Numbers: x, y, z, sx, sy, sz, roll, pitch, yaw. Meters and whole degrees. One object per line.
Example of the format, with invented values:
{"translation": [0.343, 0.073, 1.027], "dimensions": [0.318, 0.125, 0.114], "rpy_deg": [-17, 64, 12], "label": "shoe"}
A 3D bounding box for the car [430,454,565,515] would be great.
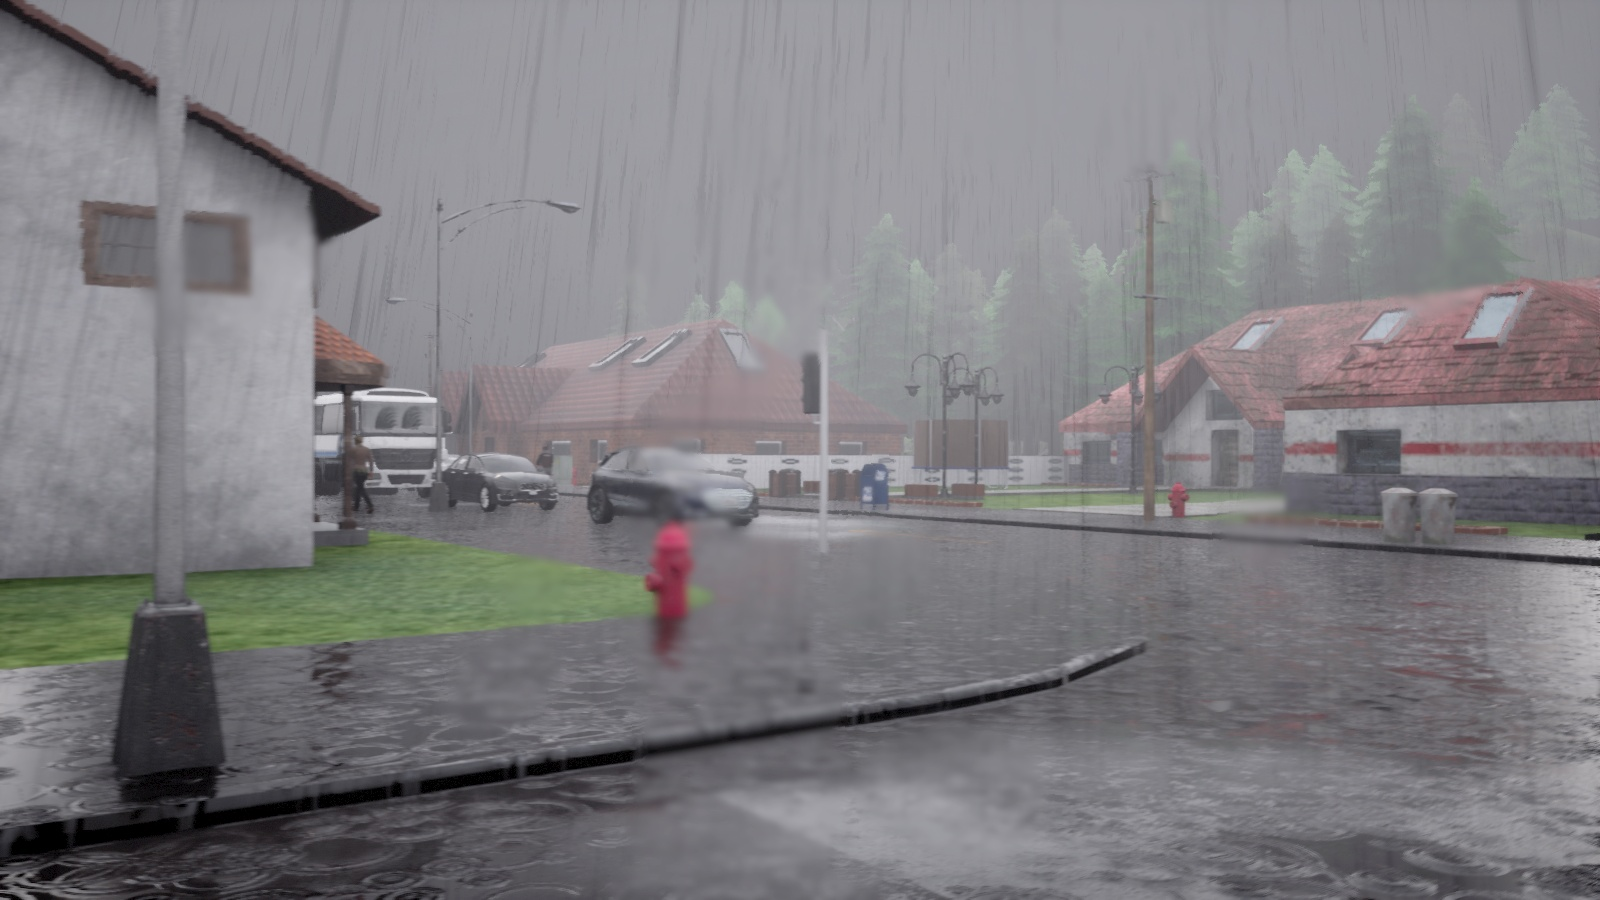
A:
{"translation": [-8.190, 0.866, 33.648], "dimensions": [1.837, 1.490, 4.892], "rpy_deg": [0, 0, -35], "label": "car"}

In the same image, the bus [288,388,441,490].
{"translation": [-20.195, -0.424, 57.684], "dimensions": [3.944, 4.253, 10.273], "rpy_deg": [0, 0, -35], "label": "bus"}

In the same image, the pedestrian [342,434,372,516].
{"translation": [-10.106, 0.558, 28.644], "dimensions": [0.634, 1.846, 0.331], "rpy_deg": [0, 0, 37], "label": "pedestrian"}

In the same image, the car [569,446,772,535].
{"translation": [-2.793, 0.761, 25.964], "dimensions": [2.033, 1.649, 4.856], "rpy_deg": [0, 0, -36], "label": "car"}

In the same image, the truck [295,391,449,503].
{"translation": [-14.844, -0.082, 43.115], "dimensions": [2.891, 3.462, 7.936], "rpy_deg": [0, 0, -35], "label": "truck"}
